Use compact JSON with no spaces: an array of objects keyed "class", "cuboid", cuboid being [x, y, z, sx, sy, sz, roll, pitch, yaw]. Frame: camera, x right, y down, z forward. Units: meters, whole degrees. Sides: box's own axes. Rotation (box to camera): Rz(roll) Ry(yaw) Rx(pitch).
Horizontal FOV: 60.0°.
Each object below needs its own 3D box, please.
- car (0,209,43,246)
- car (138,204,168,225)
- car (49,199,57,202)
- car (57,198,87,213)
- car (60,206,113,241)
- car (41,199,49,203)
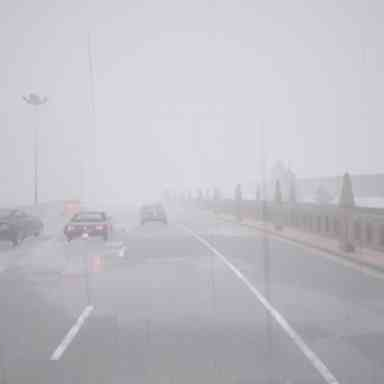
[{"class":"car","cuboid":[-8.424,1.551,15.394,2.128,1.511,4.902,0,0,-9]},{"class":"car","cuboid":[-2.944,1.588,24.692,2.033,1.411,5.357,0,0,-11]},{"class":"car","cuboid":[-24.802,1.890,62.343,1.994,1.385,4.181,0,-2,-11]},{"class":"car","cuboid":[-11.840,1.460,33.567,2.097,1.767,4.553,0,0,-11]},{"class":"car","cuboid":[-5.106,1.643,17.015,1.895,1.301,4.718,0,0,-9]},{"class":"car","cuboid":[-29.542,2.173,68.251,2.128,1.511,4.902,0,-3,-11]}]
